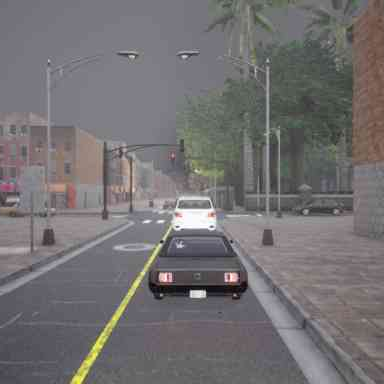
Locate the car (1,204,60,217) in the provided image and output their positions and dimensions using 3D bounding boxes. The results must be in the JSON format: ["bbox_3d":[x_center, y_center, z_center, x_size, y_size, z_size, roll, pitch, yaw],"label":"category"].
[{"bbox_3d":[-14.394,1.571,29.710,4.829,1.417,1.752,0,0,0],"label":"car"}]

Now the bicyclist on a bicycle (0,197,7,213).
[{"bbox_3d":[-20.087,1.372,35.359,0.582,1.620,1.656,0,0,0],"label":"bicyclist on a bicycle"}]

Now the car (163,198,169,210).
[{"bbox_3d":[-2.777,1.563,44.588,1.812,1.442,4.674,0,0,0],"label":"car"}]

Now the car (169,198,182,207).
[{"bbox_3d":[-2.753,1.649,54.894,1.895,1.301,4.718,0,0,0],"label":"car"}]

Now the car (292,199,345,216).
[{"bbox_3d":[12.283,1.491,32.441,4.892,1.490,1.837,0,0,0],"label":"car"}]

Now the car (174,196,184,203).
[{"bbox_3d":[-2.640,1.543,69.540,1.882,1.535,5.008,0,0,0],"label":"car"}]

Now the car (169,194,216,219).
[{"bbox_3d":[0.134,1.230,18.136,2.150,2.045,5.566,0,0,0],"label":"car"}]

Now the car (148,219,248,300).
[{"bbox_3d":[0.114,1.603,8.371,1.895,1.301,4.718,0,0,0],"label":"car"}]
